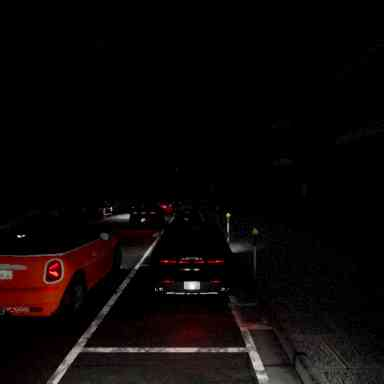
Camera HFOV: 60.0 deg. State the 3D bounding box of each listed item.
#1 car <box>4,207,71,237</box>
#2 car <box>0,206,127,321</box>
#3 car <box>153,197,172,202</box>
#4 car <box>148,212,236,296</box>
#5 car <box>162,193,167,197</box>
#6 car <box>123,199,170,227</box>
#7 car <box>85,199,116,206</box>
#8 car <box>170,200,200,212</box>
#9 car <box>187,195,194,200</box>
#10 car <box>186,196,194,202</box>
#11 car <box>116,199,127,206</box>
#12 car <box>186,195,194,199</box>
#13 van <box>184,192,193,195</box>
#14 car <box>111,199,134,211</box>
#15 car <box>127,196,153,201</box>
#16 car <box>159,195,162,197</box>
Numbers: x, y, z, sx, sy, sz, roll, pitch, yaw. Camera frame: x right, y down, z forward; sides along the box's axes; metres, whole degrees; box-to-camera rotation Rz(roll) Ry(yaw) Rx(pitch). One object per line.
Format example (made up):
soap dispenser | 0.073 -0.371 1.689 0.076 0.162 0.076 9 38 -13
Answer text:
car | -8.408 1.582 18.538 1.802 1.307 4.206 0 0 0
car | -3.020 1.351 7.441 2.097 1.767 4.553 0 0 0
car | -2.951 1.563 37.052 1.994 1.385 4.181 0 0 0
car | 0.000 1.504 8.650 1.837 1.490 4.892 0 0 0
car | -8.408 1.519 90.251 1.752 1.417 4.829 0 0 0
car | -2.949 1.492 22.577 2.128 1.511 4.902 0 0 0
car | -8.408 1.440 29.575 1.967 1.590 4.097 0 0 0
car | -0.383 1.551 24.063 2.008 1.369 4.403 0 0 0
car | -0.383 1.575 90.427 1.802 1.307 4.206 0 0 0
car | -0.383 1.579 79.064 1.802 1.307 4.206 0 0 0
car | -8.408 1.525 34.923 1.752 1.417 4.829 0 0 0
car | -0.383 1.440 35.101 1.967 1.590 4.097 0 0 0
van | -0.383 1.339 67.702 1.690 1.788 3.998 0 0 0
car | -8.408 1.551 40.611 2.008 1.369 4.403 0 0 0
car | -5.842 1.492 36.033 2.128 1.511 4.902 0 0 0
car | -8.408 1.543 73.374 1.887 1.381 4.507 0 0 0
